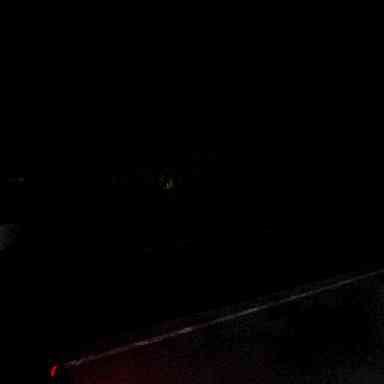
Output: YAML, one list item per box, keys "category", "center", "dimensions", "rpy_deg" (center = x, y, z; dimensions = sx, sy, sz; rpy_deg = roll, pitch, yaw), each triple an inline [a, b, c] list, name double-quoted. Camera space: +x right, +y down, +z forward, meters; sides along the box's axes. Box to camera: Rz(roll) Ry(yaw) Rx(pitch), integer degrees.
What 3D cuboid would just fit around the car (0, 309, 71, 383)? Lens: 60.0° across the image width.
- category: "car"
  center: [-3.097, 1.491, 1.448]
  dimensions: [4.902, 1.511, 2.128]
  rpy_deg: [0, 0, -36]
